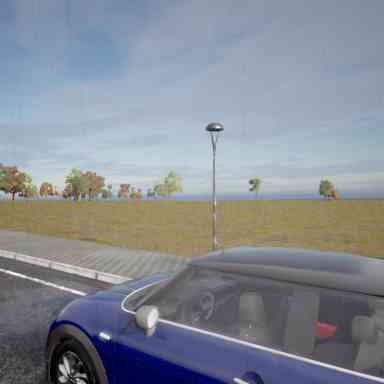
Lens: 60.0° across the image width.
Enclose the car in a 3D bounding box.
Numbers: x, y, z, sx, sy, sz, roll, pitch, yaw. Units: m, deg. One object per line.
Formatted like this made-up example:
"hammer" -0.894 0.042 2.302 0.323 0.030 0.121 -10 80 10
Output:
"car" 0.541 1.353 3.328 4.553 1.767 2.097 0 0 36
